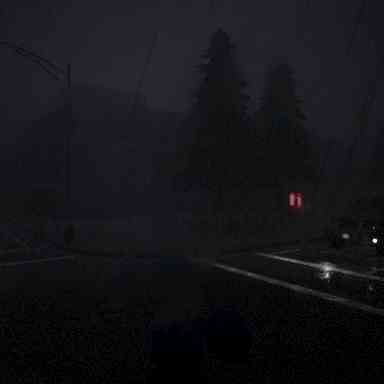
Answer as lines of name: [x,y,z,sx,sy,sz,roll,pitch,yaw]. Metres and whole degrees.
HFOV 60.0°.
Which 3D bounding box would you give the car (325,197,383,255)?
car: [7.795,1.248,13.692,5.566,2.045,2.150,0,0,-36]
